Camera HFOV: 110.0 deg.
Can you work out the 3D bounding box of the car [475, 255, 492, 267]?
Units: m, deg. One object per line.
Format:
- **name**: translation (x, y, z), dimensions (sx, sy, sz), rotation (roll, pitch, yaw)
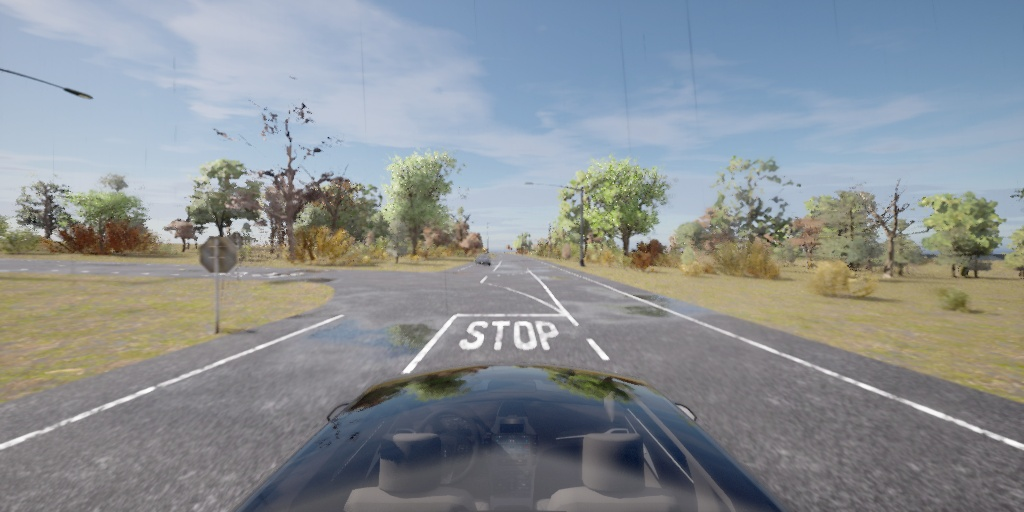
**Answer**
- **car**: translation (-3.587, 0.574, 45.825), dimensions (1.837, 1.490, 4.892), rotation (0, 1, 0)
